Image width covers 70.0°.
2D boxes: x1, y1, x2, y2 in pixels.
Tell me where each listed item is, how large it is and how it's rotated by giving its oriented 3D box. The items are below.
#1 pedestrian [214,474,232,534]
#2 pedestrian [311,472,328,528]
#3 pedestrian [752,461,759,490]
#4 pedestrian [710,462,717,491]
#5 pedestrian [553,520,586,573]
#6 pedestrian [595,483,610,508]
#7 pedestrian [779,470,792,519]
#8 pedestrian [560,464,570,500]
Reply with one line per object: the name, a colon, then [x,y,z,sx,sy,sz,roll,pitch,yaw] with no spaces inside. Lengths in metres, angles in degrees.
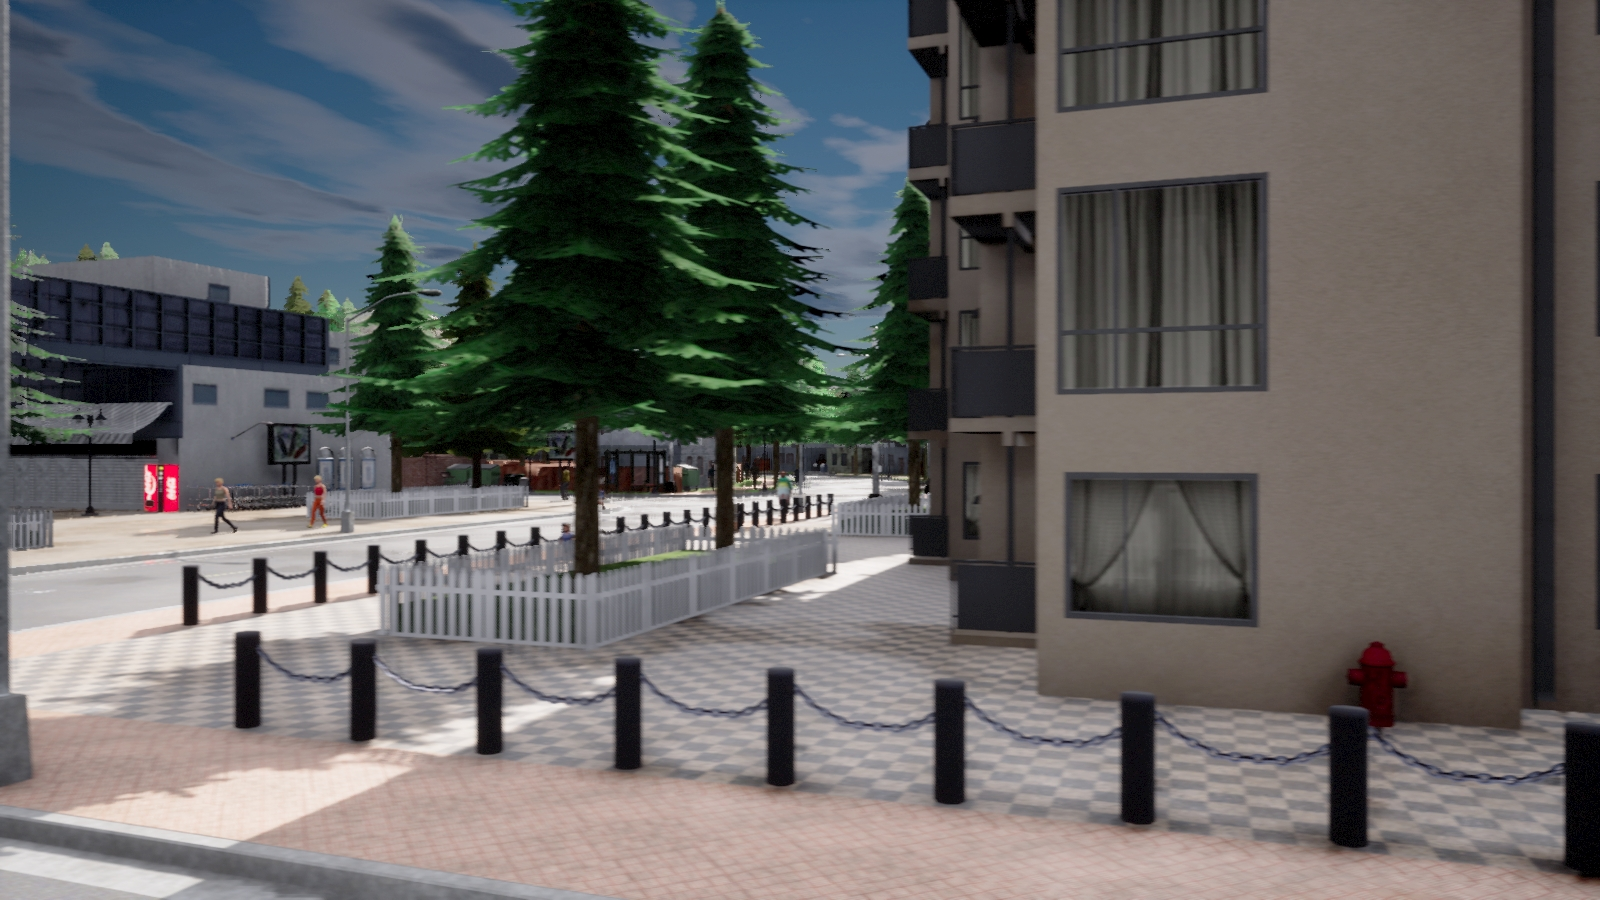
pedestrian: [-18.175,1.687,35.986,0.375,1.860,0.375,0,0,23]
pedestrian: [-16.252,1.690,38.674,0.375,1.860,0.375,0,0,19]
pedestrian: [-2.932,1.660,75.071,0.375,1.860,0.375,0,0,15]
pedestrian: [-5.459,1.659,72.050,0.375,1.860,0.375,0,0,4]
pedestrian: [-4.962,2.069,24.586,0.500,1.100,0.500,0,0,23]
pedestrian: [-8.968,2.073,51.891,0.500,1.100,0.500,0,0,19]
pedestrian: [-0.564,1.692,43.927,0.375,1.860,0.375,0,0,23]
pedestrian: [-12.195,1.678,59.261,0.375,1.860,0.375,0,0,23]
